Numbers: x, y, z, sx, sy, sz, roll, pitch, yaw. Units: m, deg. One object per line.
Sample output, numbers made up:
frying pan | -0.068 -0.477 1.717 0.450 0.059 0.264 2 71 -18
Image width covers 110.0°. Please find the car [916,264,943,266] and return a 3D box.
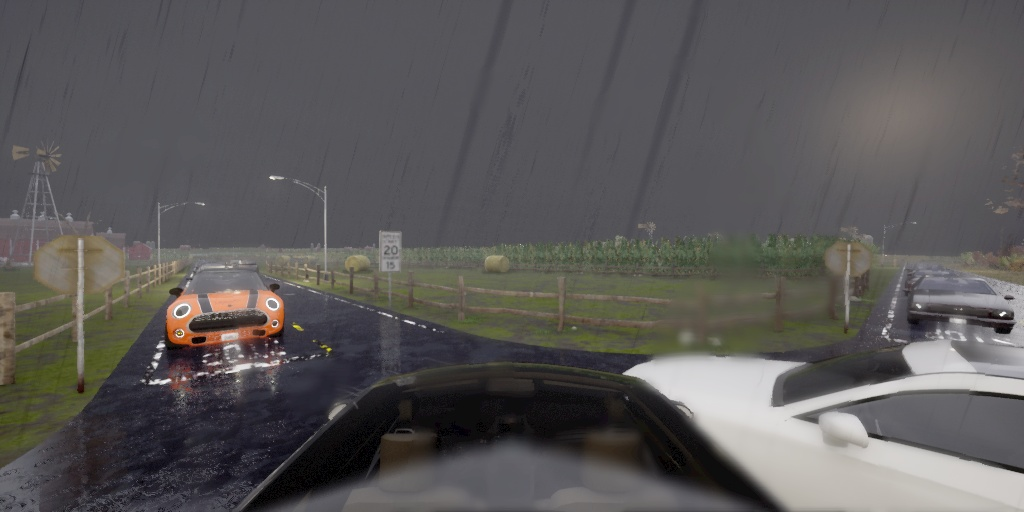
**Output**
car | 28.722 1.303 24.725 4.902 1.511 2.128 0 1 -42

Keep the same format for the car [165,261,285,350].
car | -7.454 1.136 9.422 2.097 1.767 4.553 0 0 -39

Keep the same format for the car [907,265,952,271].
car | 21.073 1.360 17.829 4.181 1.385 1.994 0 1 -43

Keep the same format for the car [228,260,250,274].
car | -33.155 1.264 43.417 1.837 1.490 4.892 0 0 -41

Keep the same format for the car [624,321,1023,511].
car | 2.863 1.293 2.197 1.812 1.442 4.674 0 1 -43

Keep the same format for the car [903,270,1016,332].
car | 13.656 1.333 11.131 5.357 1.411 2.033 0 1 -42
